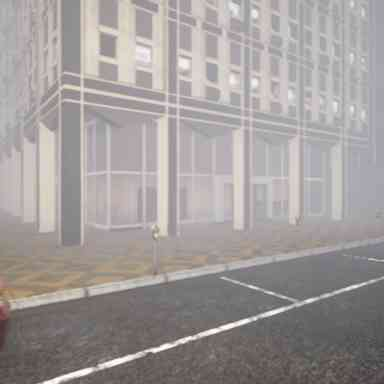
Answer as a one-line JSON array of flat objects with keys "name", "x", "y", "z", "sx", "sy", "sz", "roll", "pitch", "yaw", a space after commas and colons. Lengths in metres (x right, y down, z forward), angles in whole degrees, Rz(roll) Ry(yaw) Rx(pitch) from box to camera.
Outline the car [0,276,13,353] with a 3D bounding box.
[{"name": "car", "x": -4.411, "y": 1.549, "z": 3.413, "sx": 4.507, "sy": 1.381, "sz": 1.887, "roll": 0, "pitch": 0, "yaw": -35}]
